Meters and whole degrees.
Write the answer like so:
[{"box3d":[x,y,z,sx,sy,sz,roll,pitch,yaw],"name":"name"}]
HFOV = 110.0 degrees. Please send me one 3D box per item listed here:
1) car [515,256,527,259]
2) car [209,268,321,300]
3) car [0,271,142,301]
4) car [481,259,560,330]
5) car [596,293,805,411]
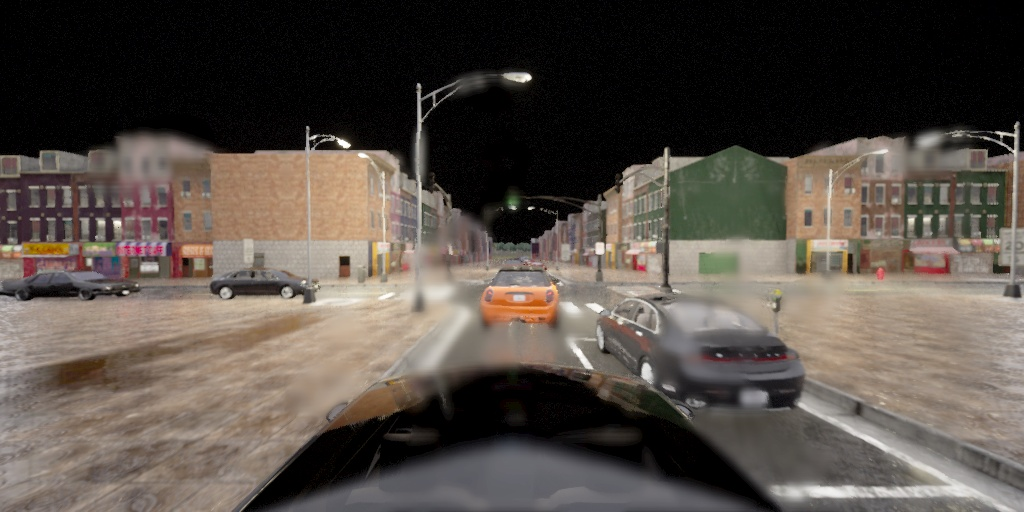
[{"box3d":[0.097,1.069,36.236,2.097,1.767,4.553,0,0,0],"name":"car"},{"box3d":[-12.240,1.350,17.978,4.892,1.490,1.837,0,1,-2],"name":"car"},{"box3d":[-22.082,1.467,18.007,5.357,1.411,2.033,-1,1,-1],"name":"car"},{"box3d":[0.407,1.091,11.266,2.097,1.767,4.553,0,0,6],"name":"car"},{"box3d":[2.637,1.295,6.054,2.007,1.370,4.403,0,0,0],"name":"car"}]
